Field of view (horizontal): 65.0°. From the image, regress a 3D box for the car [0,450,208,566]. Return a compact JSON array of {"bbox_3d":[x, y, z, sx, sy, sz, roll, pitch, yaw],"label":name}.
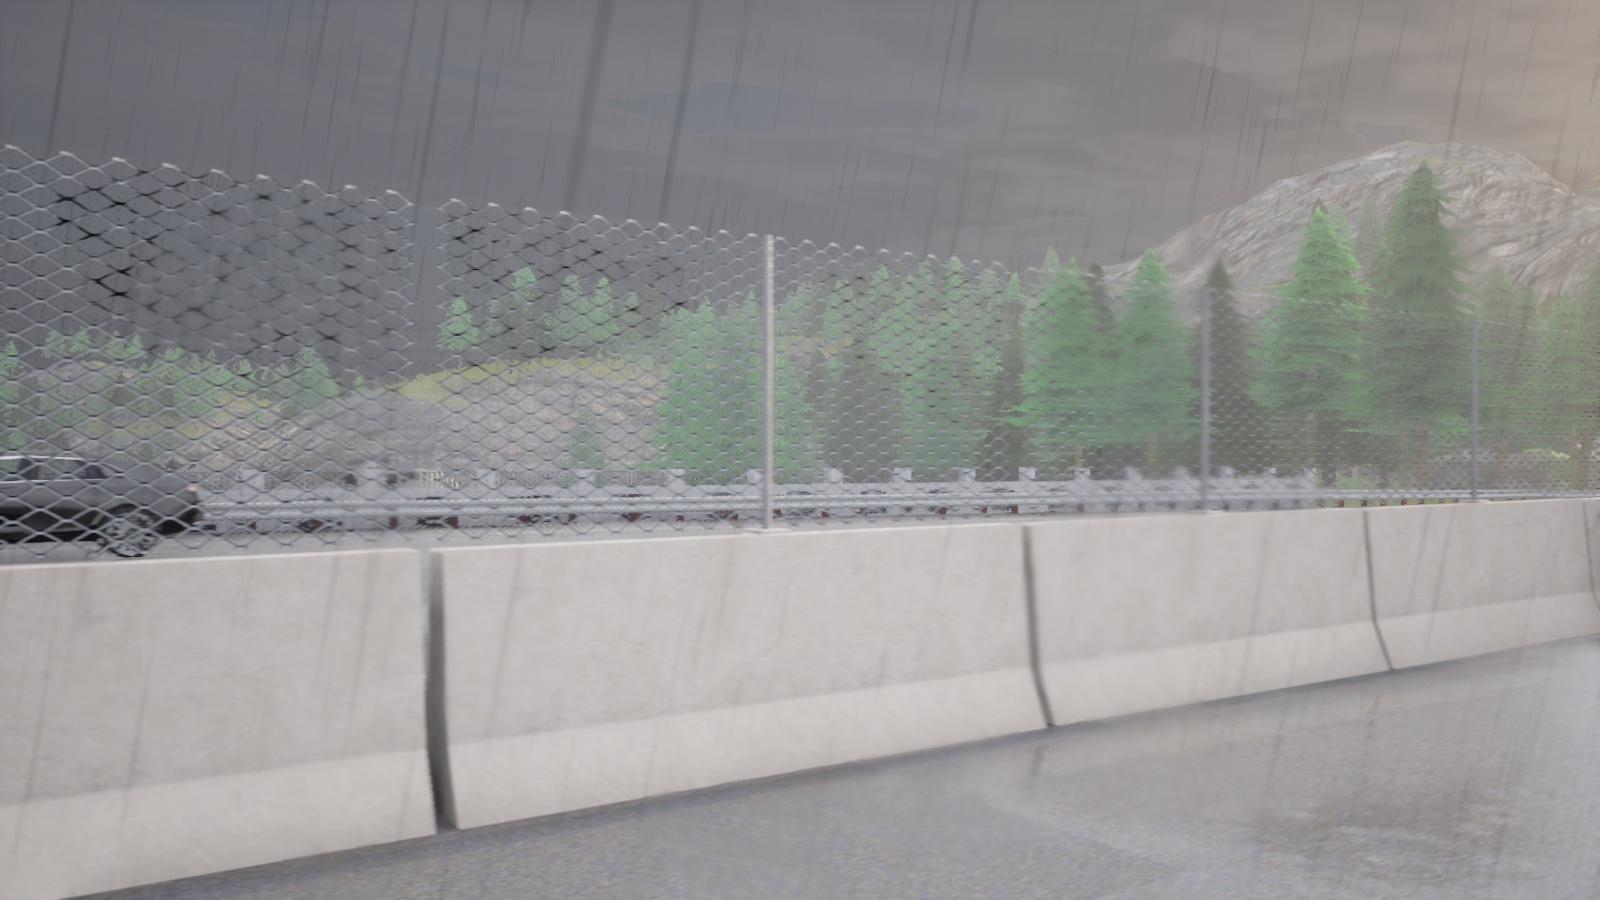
[{"bbox_3d":[-11.028,0.766,17.305,4.902,1.511,2.128,0,0,-35],"label":"car"}]
